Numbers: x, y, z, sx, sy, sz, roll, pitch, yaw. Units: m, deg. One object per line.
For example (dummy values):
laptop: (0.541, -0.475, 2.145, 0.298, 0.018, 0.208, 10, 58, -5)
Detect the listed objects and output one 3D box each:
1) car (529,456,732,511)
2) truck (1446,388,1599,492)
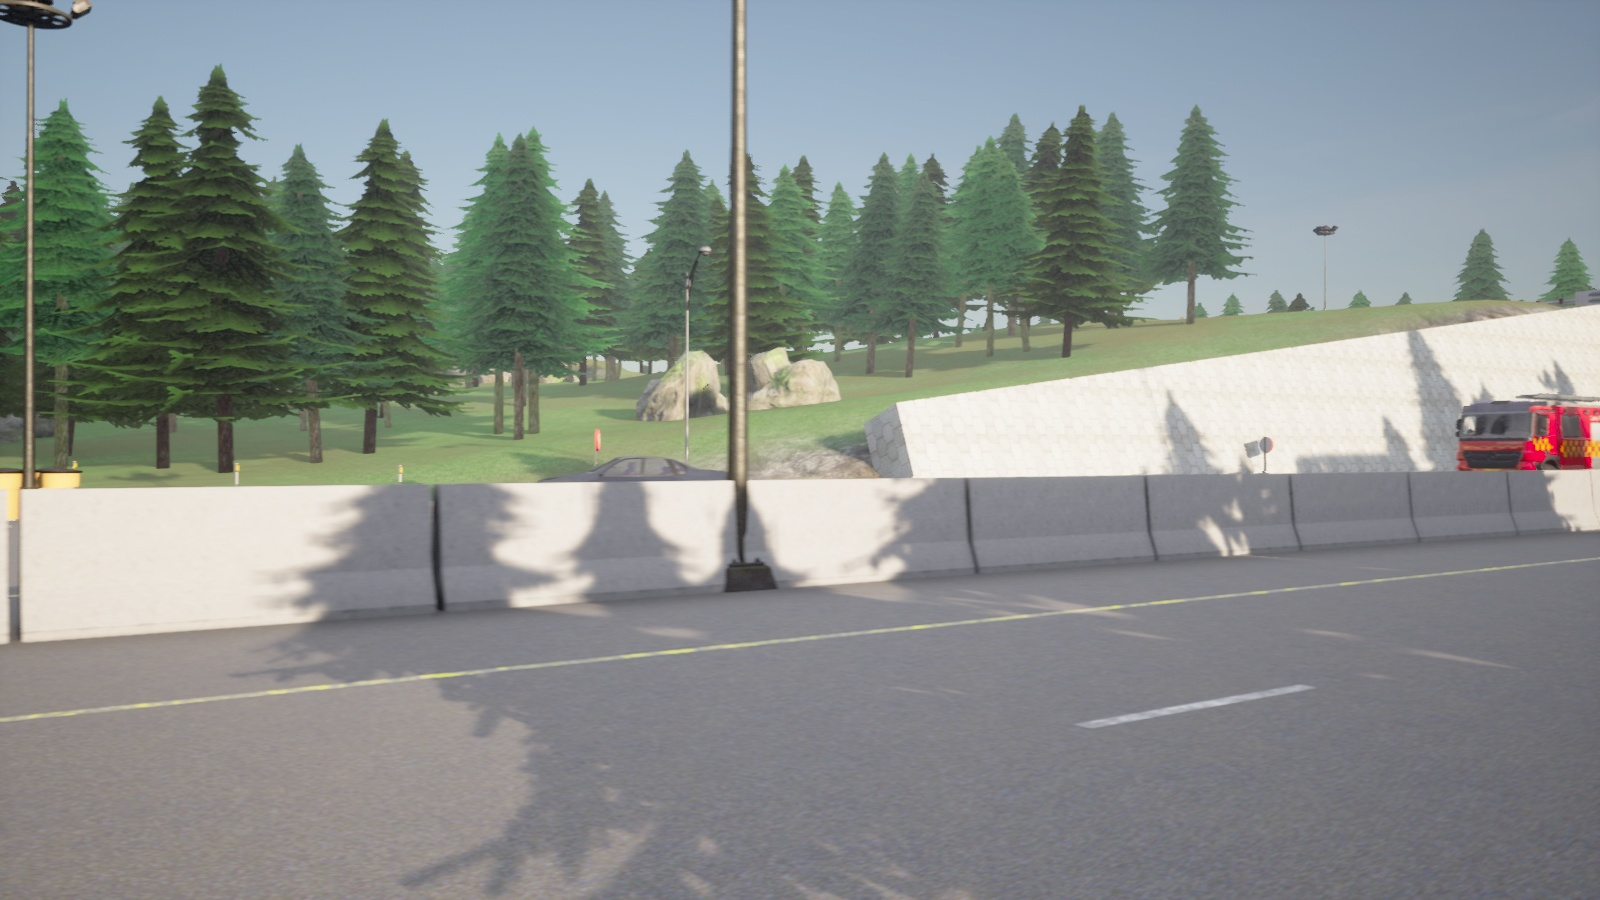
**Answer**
car: (-4.715, 0.887, 34.731, 5.357, 1.411, 2.033, 0, 0, -14)
truck: (29.139, -0.360, 49.531, 8.468, 3.827, 2.891, 0, 0, -35)
